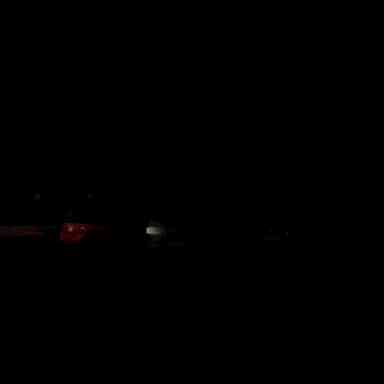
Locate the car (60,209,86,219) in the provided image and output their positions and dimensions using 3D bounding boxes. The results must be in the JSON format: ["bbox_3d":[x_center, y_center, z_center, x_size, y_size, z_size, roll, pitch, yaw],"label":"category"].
[{"bbox_3d":[-23.791,4.446,66.801,1.946,1.575,5.366,0,1,19],"label":"car"}]

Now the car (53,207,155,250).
[{"bbox_3d":[-4.324,1.928,17.152,2.097,1.767,4.553,0,-4,39],"label":"car"}]

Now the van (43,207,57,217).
[{"bbox_3d":[-28.563,4.184,70.278,1.878,1.987,4.442,0,1,19],"label":"van"}]

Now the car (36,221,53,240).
[{"bbox_3d":[-18.390,4.367,37.997,5.566,2.045,2.435,0,0,17],"label":"car"}]

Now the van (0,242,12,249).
[{"bbox_3d":[-10.458,4.526,20.330,4.442,1.987,1.878,1,1,17],"label":"van"}]

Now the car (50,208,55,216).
[{"bbox_3d":[-26.196,4.470,68.506,2.002,1.452,4.674,0,1,19],"label":"car"}]

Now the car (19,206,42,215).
[{"bbox_3d":[-37.857,4.195,77.975,2.185,1.767,4.553,0,1,19],"label":"car"}]

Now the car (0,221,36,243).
[{"bbox_3d":[-20.190,4.368,35.648,5.566,2.045,2.435,0,-1,17],"label":"car"}]

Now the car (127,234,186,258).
[{"bbox_3d":[-3.202,4.778,29.970,4.792,1.488,2.163,1,1,18],"label":"car"}]

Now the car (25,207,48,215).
[{"bbox_3d":[-35.540,4.382,76.057,2.002,1.452,4.674,0,1,19],"label":"car"}]

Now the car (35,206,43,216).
[{"bbox_3d":[-30.860,4.385,72.284,2.097,1.535,5.008,0,1,19],"label":"car"}]

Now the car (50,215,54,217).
[{"bbox_3d":[-14.852,4.366,42.698,5.566,2.045,2.435,0,0,18],"label":"car"}]

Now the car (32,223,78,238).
[{"bbox_3d":[-16.593,4.647,40.358,4.792,1.488,2.163,0,0,17],"label":"car"}]

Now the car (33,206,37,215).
[{"bbox_3d":[-33.221,4.238,74.139,2.185,1.767,4.553,0,1,19],"label":"car"}]

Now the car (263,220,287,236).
[{"bbox_3d":[8.942,3.809,35.752,1.837,1.490,4.892,1,-4,24],"label":"car"}]
